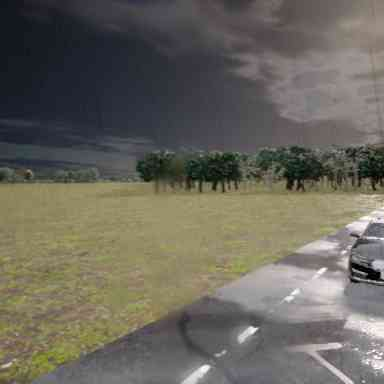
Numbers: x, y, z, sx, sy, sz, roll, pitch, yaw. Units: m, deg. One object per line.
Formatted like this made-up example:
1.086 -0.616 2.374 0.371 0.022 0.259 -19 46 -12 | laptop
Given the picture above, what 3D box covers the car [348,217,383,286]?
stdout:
5.486 1.468 8.887 2.128 1.511 4.902 1 1 34 | car
